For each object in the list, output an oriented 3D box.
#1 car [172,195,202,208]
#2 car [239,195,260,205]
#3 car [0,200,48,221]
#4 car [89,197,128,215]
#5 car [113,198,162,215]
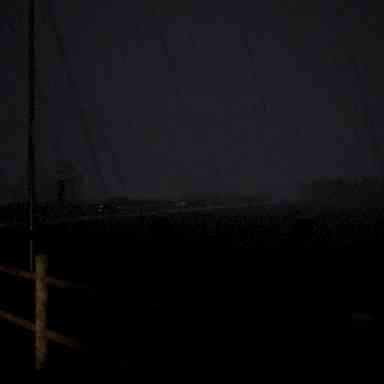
[{"bbox_3d":[-0.630,1.197,44.002,2.097,1.767,4.553,-1,0,35],"label":"car"},{"bbox_3d":[9.141,1.266,53.114,1.837,1.490,4.892,-1,0,35],"label":"car"},{"bbox_3d":[-13.501,1.422,25.176,1.882,1.535,5.008,-1,0,33],"label":"car"},{"bbox_3d":[-8.034,1.255,33.210,2.097,1.767,4.553,-1,0,36],"label":"car"},{"bbox_3d":[-4.994,1.477,32.456,1.895,1.301,4.718,-1,0,35],"label":"car"}]
